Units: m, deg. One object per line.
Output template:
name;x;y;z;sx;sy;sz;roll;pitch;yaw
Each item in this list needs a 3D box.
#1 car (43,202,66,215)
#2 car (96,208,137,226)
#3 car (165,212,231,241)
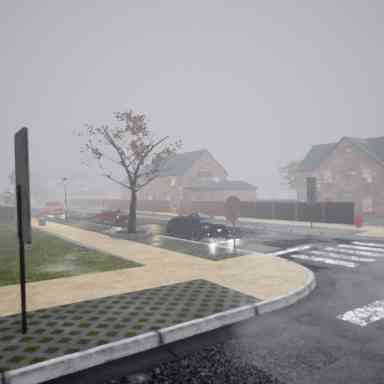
car;-18.655;2.103;45.123;2.097;1.767;4.553;-2;0;-35
car;-6.417;2.036;28.014;1.895;1.301;4.718;-2;0;-36
car;0.231;1.827;18.784;1.994;1.385;4.181;-2;0;-36
